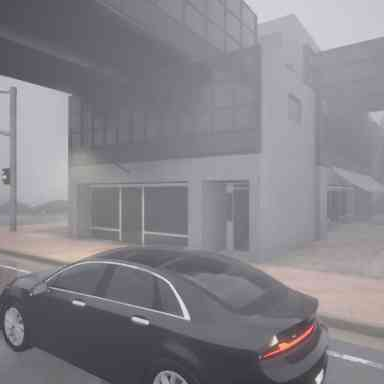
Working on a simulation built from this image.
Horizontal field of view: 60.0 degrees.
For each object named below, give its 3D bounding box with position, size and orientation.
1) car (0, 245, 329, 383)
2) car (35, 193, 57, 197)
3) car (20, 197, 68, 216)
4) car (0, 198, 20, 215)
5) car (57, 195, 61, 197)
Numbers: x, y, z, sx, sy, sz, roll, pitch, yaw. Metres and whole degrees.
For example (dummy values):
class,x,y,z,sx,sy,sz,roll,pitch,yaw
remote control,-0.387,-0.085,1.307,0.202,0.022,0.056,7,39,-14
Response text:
class,x,y,z,sx,sy,sz,roll,pitch,yaw
car,-0.773,1.505,4.544,4.892,1.490,1.837,0,0,36
car,-31.186,1.153,69.859,4.605,1.855,1.932,0,0,35
car,-13.952,1.505,33.186,1.837,1.490,4.892,0,0,36
car,-18.329,1.564,33.134,1.994,1.385,4.181,0,0,36
car,-29.458,1.364,72.184,3.905,1.438,1.784,0,0,35
